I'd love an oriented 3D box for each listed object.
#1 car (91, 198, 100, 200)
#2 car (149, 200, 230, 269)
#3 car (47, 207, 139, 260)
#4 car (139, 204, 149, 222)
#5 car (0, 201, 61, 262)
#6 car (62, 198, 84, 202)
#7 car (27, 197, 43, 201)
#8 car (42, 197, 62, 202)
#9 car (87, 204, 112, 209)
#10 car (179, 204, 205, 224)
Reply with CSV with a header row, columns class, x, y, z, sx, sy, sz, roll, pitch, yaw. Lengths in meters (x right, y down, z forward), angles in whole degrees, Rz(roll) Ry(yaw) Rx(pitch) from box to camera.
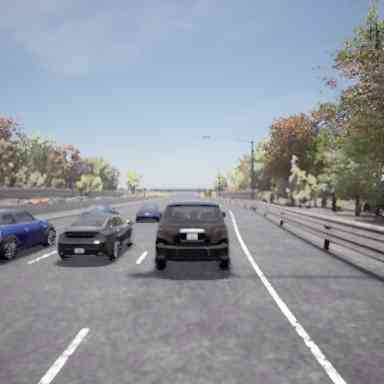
class,x,y,z,sx,sy,sz,roll,pitch,yaw
car,-17.546,1.855,60.515,1.994,1.385,4.181,0,0,1
car,0.032,1.271,11.455,2.150,2.045,5.566,0,0,0
car,-3.456,1.559,12.686,1.837,1.490,4.892,0,0,0
car,-3.459,1.686,27.925,1.994,1.385,4.181,0,0,0
car,-6.958,1.404,12.556,2.097,1.767,4.553,0,0,0
car,-21.032,1.837,60.342,2.033,1.411,5.357,0,0,0
car,-28.038,1.640,59.867,2.097,1.767,4.553,0,0,1
car,-24.538,1.786,60.315,2.128,1.511,4.902,0,0,1
car,-6.978,1.658,25.533,2.033,1.411,5.357,0,0,0
car,0.033,1.718,27.053,1.895,1.301,4.718,0,0,0
